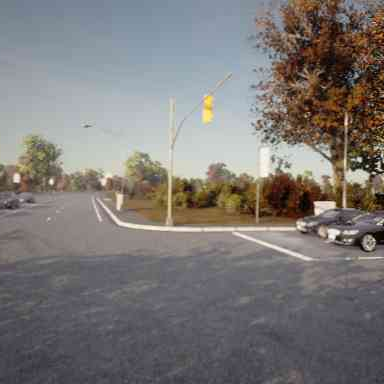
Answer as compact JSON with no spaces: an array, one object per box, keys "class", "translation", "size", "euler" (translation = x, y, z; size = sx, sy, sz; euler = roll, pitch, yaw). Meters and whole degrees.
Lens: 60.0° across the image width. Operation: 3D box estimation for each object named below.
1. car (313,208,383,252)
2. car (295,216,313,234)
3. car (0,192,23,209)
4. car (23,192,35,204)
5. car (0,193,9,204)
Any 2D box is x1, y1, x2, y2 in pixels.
[{"class":"car","translation":[8.033,1.587,14.073],"size":[4.902,1.511,2.128],"euler":[1,0,-15]},{"class":"car","translation":[7.800,1.595,17.632],"size":[4.674,1.442,1.812],"euler":[1,0,-13]},{"class":"car","translation":[-18.759,0.752,33.286],"size":[2.097,1.767,4.553],"euler":[1,0,-17]},{"class":"car","translation":[-22.218,0.787,44.423],"size":[1.812,1.442,4.674],"euler":[1,1,-17]},{"class":"car","translation":[-25.627,0.791,43.610],"size":[1.895,1.301,4.718],"euler":[1,0,-17]}]
